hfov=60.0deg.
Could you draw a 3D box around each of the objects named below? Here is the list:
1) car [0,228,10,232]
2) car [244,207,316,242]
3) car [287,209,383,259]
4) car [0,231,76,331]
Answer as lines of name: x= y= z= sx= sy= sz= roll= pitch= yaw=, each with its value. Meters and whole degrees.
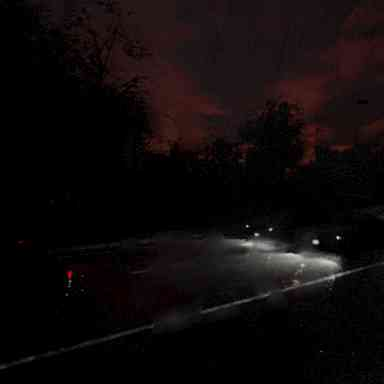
car: x=-6.573 y=1.505 z=7.795 sx=4.892 sy=1.490 sz=1.837 roll=-2 pitch=1 yaw=-33
car: x=4.986 y=1.436 z=16.035 sx=5.357 sy=1.411 sz=2.033 roll=-1 pitch=1 yaw=-35
car: x=5.785 y=1.472 z=12.319 sx=4.181 sy=1.385 sz=1.994 roll=-1 pitch=0 yaw=-35
car: x=-4.091 y=1.566 z=5.305 sx=4.181 sy=1.385 sz=1.994 roll=0 pitch=0 yaw=-35
